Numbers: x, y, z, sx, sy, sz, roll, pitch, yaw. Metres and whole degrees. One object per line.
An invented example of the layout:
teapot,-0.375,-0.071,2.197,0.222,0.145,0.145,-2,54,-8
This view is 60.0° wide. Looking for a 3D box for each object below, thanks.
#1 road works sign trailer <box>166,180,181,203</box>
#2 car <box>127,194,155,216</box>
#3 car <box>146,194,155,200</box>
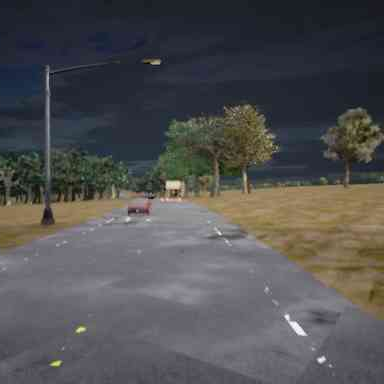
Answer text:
road works sign trailer,-2.967,-0.069,52.943,2.380,3.560,2.880,0,0,-7
car,-4.598,1.222,29.663,1.882,1.535,5.008,0,1,-4
car,-8.701,1.009,69.745,1.895,1.301,4.718,0,0,-8
